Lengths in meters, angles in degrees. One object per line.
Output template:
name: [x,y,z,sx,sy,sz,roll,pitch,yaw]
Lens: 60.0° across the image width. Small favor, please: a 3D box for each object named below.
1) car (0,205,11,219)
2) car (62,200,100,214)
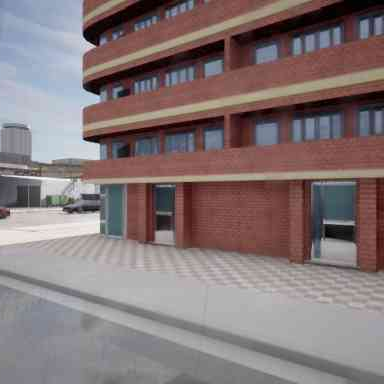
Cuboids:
car: [-17.076,1.564,26.926,1.994,1.385,4.181,0,0,34]
car: [-11.122,1.547,35.589,2.033,1.411,5.357,0,0,34]
